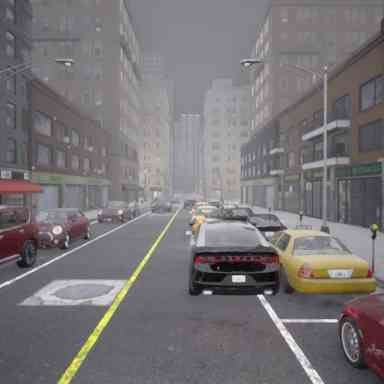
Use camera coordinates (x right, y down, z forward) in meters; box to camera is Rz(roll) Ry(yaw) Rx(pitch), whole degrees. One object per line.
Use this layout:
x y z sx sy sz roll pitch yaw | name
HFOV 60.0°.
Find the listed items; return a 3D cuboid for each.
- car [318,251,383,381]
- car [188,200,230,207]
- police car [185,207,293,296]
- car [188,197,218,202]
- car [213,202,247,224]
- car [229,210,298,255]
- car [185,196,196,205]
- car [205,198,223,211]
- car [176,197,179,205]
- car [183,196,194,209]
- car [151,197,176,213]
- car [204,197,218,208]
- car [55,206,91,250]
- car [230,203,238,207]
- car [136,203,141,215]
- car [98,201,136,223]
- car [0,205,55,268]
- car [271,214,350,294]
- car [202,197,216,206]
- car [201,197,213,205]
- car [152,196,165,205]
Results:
2.848 1.581 2.905 1.802 1.307 4.206 -1 0 0 | car
0.824 1.448 18.900 1.801 1.575 5.366 0 0 0 | car
0.866 1.422 8.820 1.930 1.638 5.238 0 0 0 | police car
0.798 1.445 24.901 1.801 1.575 5.366 0 0 0 | car
2.759 1.540 25.249 2.008 1.369 4.403 -1 0 0 | car
2.803 1.561 14.077 1.947 1.339 4.313 -1 0 0 | car
-0.246 1.436 59.355 1.882 1.535 5.008 0 0 0 | car
2.692 1.528 42.006 2.008 1.369 4.403 -1 0 0 | car
-3.248 1.522 59.185 1.994 1.385 4.181 0 0 0 | car
-0.176 1.478 45.612 1.837 1.490 4.892 0 0 0 | car
-3.247 1.334 36.593 2.097 1.767 4.553 0 0 0 | car
2.669 1.497 47.762 1.752 1.417 4.829 -1 0 0 | car
-5.733 1.435 14.041 1.967 1.590 4.097 -1 0 0 | car
2.781 1.558 19.663 1.947 1.339 4.313 -1 0 0 | car
-5.802 1.568 30.798 1.802 1.307 4.206 -1 0 0 | car
-5.780 1.429 25.212 1.967 1.590 4.097 -1 0 0 | car
-5.711 1.312 8.456 2.192 1.841 5.009 -1 0 0 | car
2.824 1.522 8.661 1.752 1.417 4.829 -1 0 0 | car
2.648 1.531 53.178 1.947 1.339 4.313 -1 0 0 | car
2.626 1.541 58.764 1.802 1.307 4.206 -1 0 0 | car
-5.919 1.504 58.727 1.887 1.381 4.507 -1 0 0 | car
